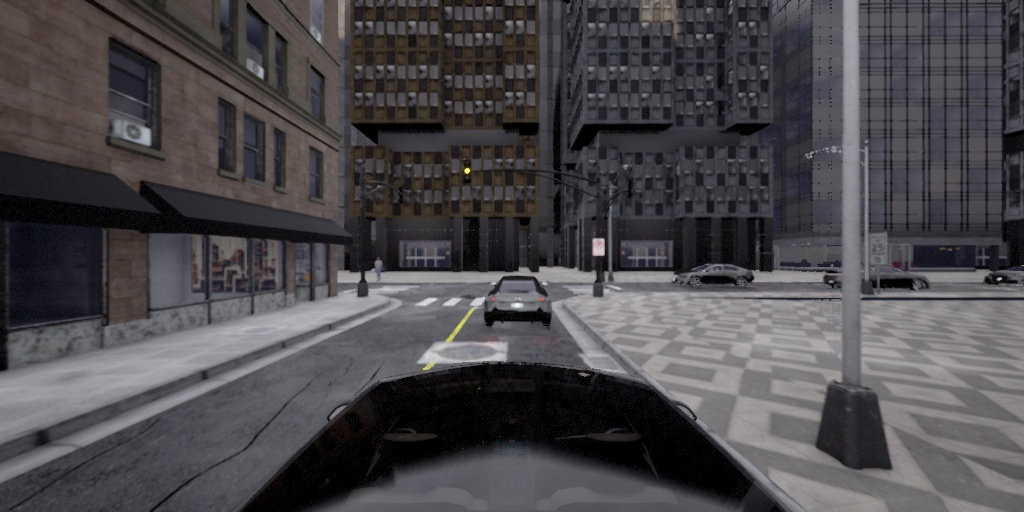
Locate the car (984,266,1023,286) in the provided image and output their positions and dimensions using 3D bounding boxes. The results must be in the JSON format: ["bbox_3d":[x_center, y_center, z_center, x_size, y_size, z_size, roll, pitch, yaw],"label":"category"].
[{"bbox_3d":[33.476,1.305,23.138,4.181,1.385,1.994,0,0,1],"label":"car"}]

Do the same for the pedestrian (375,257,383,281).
[{"bbox_3d":[-9.869,0.943,26.610,0.375,1.860,0.375,0,0,1],"label":"pedestrian"}]

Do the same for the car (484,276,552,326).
[{"bbox_3d":[0.231,1.330,11.803,1.994,1.385,4.181,0,0,2],"label":"car"}]

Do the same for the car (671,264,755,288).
[{"bbox_3d":[13.006,1.258,23.352,4.902,1.511,2.128,0,0,1],"label":"car"}]

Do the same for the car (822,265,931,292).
[{"bbox_3d":[20.346,1.243,20.102,4.902,1.511,2.128,0,0,1],"label":"car"}]
